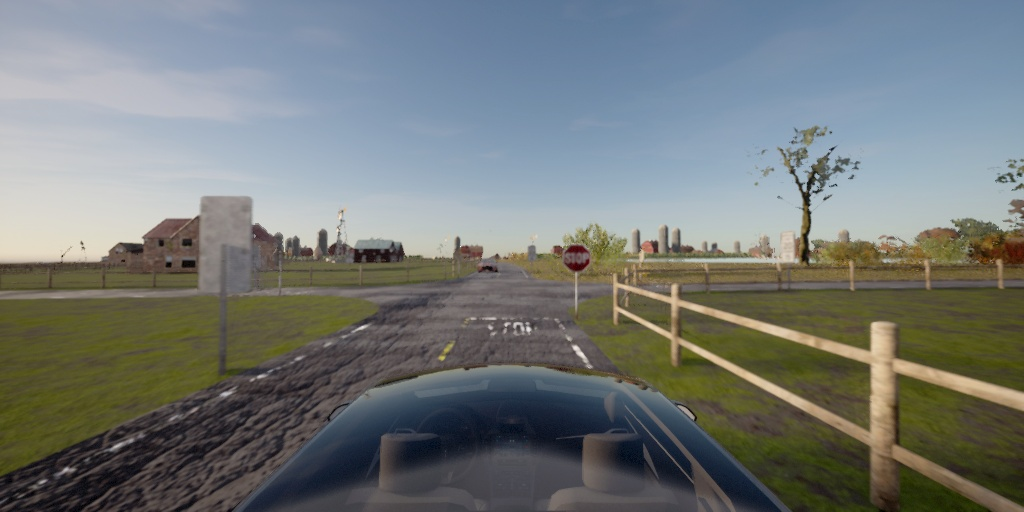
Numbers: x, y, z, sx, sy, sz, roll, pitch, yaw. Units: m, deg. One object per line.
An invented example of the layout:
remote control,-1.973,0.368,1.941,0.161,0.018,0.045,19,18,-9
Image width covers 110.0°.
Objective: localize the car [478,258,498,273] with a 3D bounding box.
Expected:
car,-2.690,0.993,40.788,2.097,1.767,4.553,0,0,0
